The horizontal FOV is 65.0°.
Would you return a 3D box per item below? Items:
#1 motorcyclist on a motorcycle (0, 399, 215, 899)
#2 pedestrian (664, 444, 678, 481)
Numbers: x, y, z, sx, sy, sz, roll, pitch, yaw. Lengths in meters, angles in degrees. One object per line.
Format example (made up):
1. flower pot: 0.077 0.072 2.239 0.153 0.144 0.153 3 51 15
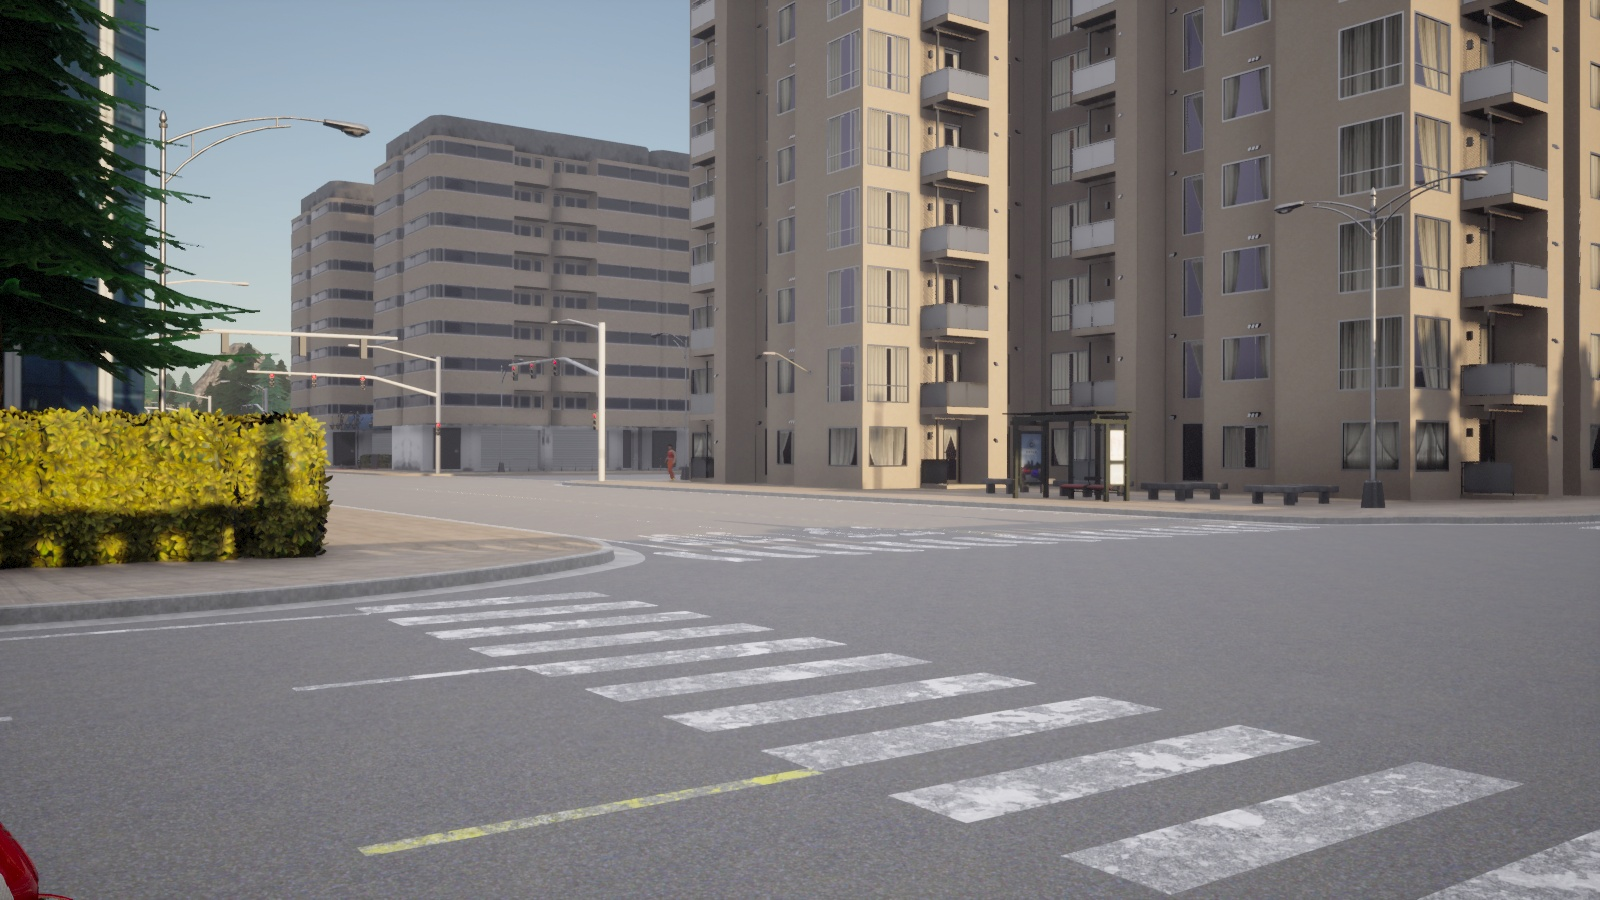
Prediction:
1. motorcyclist on a motorcycle: -2.100 0.708 2.209 1.817 1.590 0.866 0 0 -35
2. pedestrian: -6.377 0.624 61.910 0.345 1.836 0.594 0 0 43
